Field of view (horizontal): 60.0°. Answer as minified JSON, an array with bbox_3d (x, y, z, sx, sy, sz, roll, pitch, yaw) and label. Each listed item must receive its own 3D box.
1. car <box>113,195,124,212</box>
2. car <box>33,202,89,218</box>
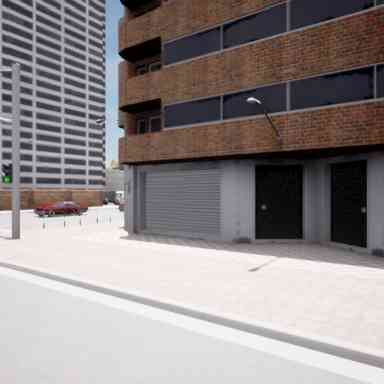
[{"bbox_3d":[-6.421,1.477,39.057,1.882,1.535,5.008,0,0,35],"label":"car"},{"bbox_3d":[-12.134,1.600,30.952,1.895,1.301,4.718,0,0,35],"label":"car"}]
